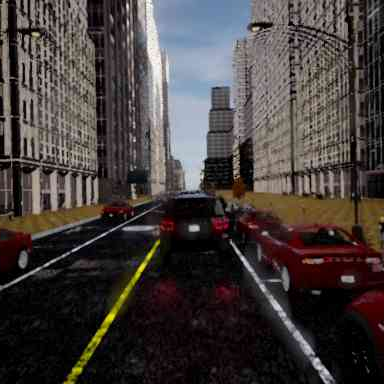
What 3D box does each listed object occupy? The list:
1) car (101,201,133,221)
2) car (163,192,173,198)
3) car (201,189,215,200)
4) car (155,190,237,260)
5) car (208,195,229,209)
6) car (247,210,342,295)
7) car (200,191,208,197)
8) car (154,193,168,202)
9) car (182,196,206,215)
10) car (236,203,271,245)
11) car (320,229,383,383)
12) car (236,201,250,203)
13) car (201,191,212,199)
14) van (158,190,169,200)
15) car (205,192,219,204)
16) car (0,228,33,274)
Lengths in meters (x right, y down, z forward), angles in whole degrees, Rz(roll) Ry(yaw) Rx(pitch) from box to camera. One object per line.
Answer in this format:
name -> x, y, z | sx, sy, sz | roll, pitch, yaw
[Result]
car -> -5.592, 1.343, 25.211 | 1.887, 1.381, 4.507 | -1, 1, 0
car -> -5.501, 0.690, 76.409 | 2.008, 1.369, 4.403 | -1, 1, 0
car -> 2.843, 0.473, 59.298 | 2.192, 1.841, 5.009 | -1, 1, 0
car -> 0.102, 1.061, 12.020 | 2.150, 2.045, 5.566 | -1, 1, 1
car -> 2.807, 1.018, 36.547 | 1.947, 1.339, 4.313 | -1, 1, 0
car -> 2.755, 1.370, 8.105 | 1.887, 1.381, 4.507 | -1, 1, 0
car -> 2.888, 0.451, 82.056 | 1.802, 1.307, 4.206 | -1, 1, 0
car -> -5.531, 0.907, 59.343 | 2.008, 1.369, 4.403 | -1, 1, 0
car -> 0.182, 1.140, 30.521 | 2.033, 1.411, 5.357 | -1, 1, 0
car -> 2.766, 1.332, 13.794 | 1.802, 1.307, 4.206 | -1, 1, 0
car -> 2.743, 1.341, 2.415 | 1.967, 1.590, 4.097 | -1, 1, 0
car -> 2.776, 1.226, 19.482 | 2.008, 1.369, 4.403 | -1, 1, 0
car -> 2.857, 0.630, 64.990 | 1.887, 1.381, 4.507 | -1, 1, 0
van -> -5.524, 0.625, 65.029 | 1.690, 1.788, 3.998 | -1, 1, 0
car -> 2.827, 0.828, 48.094 | 1.752, 1.417, 4.829 | -1, 1, 0
car -> -5.623, 1.568, 8.145 | 1.887, 1.381, 4.507 | -1, 1, 0
